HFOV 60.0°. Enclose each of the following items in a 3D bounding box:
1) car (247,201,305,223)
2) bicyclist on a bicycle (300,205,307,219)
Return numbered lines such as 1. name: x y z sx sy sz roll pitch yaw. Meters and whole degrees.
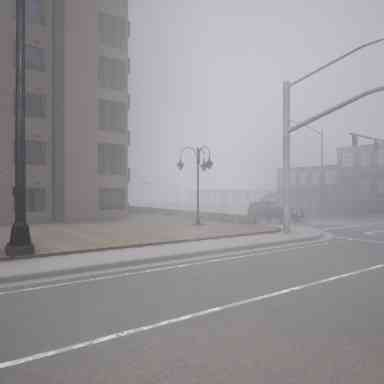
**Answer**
1. car: 7.460 1.795 30.404 2.150 2.045 5.566 0 -5 -36
2. bicyclist on a bicycle: 13.534 2.464 40.646 1.656 1.620 0.582 0 -8 -35
